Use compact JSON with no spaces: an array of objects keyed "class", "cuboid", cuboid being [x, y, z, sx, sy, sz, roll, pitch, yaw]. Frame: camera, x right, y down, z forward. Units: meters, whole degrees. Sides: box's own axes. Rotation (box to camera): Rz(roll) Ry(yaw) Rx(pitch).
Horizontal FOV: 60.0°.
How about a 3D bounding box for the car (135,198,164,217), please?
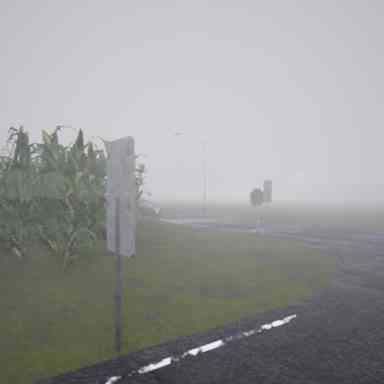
[{"class":"car","cuboid":[-4.360,1.331,29.917,2.128,1.511,4.902,0,0,-36]}]
